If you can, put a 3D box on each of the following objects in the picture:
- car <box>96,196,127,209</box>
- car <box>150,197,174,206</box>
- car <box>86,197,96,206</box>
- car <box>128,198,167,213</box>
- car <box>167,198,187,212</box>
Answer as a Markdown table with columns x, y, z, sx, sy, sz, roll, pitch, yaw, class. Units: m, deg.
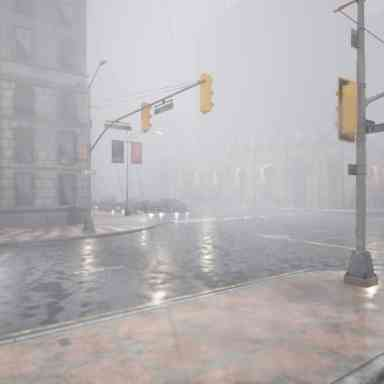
| x | y | z | sx | sy | sz | roll | pitch | yaw | class |
| --- | --- | --- | --- | --- | --- | --- | --- | --- | --- |
| -10.962 | 1.601 | 45.318 | 1.895 | 1.301 | 4.718 | 0 | 0 | -35 | car |
| -5.034 | 1.601 | 55.461 | 1.895 | 1.301 | 4.718 | 0 | 0 | -35 | car |
| -16.976 | 1.547 | 53.857 | 2.033 | 1.411 | 5.357 | 0 | 0 | -35 | car |
| -5.013 | 1.564 | 37.030 | 1.994 | 1.385 | 4.181 | 0 | 0 | -36 | car |
| -2.455 | 1.505 | 39.465 | 1.837 | 1.490 | 4.892 | 0 | 0 | -36 | car |
